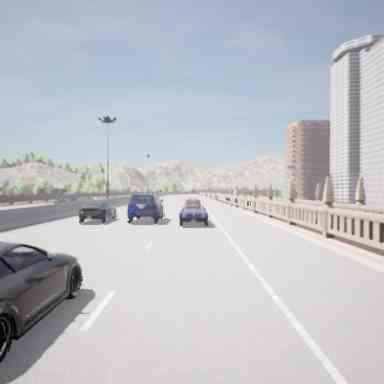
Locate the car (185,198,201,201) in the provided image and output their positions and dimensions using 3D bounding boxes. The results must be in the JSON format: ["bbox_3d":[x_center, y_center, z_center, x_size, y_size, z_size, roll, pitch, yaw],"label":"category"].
[{"bbox_3d":[0.112,1.393,40.230,1.994,1.385,4.181,0,0,0],"label":"car"}]

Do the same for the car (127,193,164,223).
[{"bbox_3d":[-3.391,1.114,24.868,2.150,2.045,5.566,0,0,0],"label":"car"}]

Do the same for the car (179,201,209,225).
[{"bbox_3d":[0.109,1.501,23.015,1.895,1.301,4.718,0,0,0],"label":"car"}]

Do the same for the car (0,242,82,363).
[{"bbox_3d":[-3.398,1.538,5.653,1.994,1.385,4.181,0,0,0],"label":"car"}]

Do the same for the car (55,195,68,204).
[{"bbox_3d":[-17.504,1.153,46.915,2.097,1.767,4.553,0,0,0],"label":"car"}]

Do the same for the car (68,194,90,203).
[{"bbox_3d":[-14.019,1.343,43.150,1.812,1.442,4.674,0,0,1],"label":"car"}]

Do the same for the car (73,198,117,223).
[{"bbox_3d":[-6.892,1.398,24.685,1.837,1.490,4.892,0,0,0],"label":"car"}]
